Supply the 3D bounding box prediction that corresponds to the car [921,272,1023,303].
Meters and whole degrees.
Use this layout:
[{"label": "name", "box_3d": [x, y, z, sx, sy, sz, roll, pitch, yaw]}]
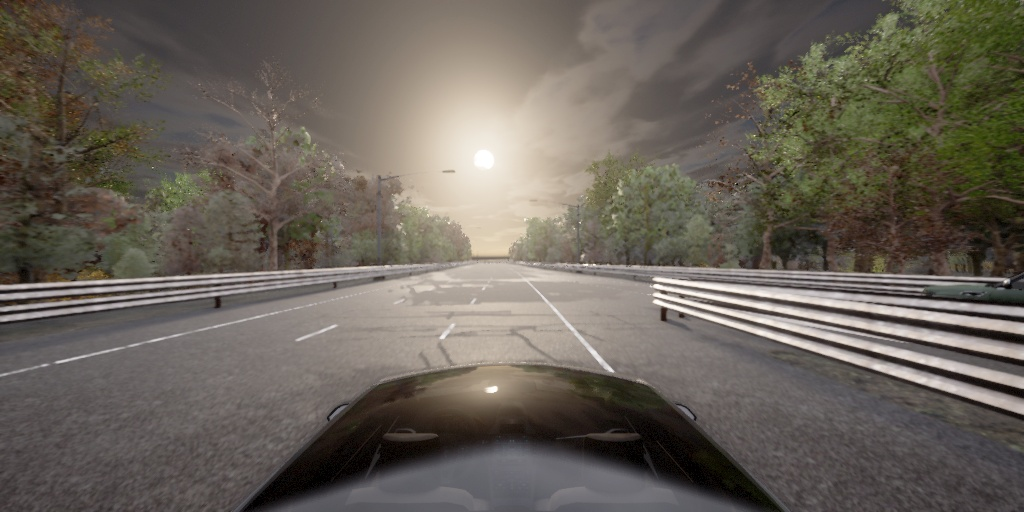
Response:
[{"label": "car", "box_3d": [12.380, 1.074, 7.475, 2.150, 2.045, 5.566, 0, -1, -13]}]
